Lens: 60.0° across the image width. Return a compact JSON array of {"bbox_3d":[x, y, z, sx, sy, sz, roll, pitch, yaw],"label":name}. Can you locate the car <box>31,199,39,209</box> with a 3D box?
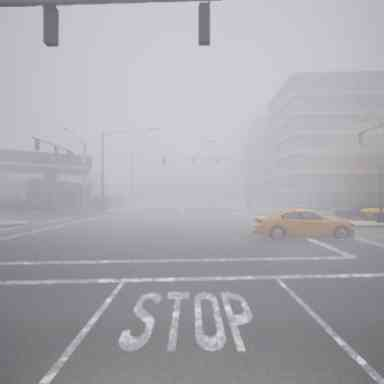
[{"bbox_3d":[-24.057,1.791,47.458,3.806,1.475,1.970,0,0,1],"label":"car"}]

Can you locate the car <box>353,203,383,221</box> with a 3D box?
[{"bbox_3d":[16.860,1.677,28.304,5.008,1.535,1.882,0,0,0],"label":"car"}]

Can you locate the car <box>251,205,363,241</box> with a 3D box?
[{"bbox_3d":[5.534,1.606,16.786,5.008,1.535,1.882,0,0,0],"label":"car"}]

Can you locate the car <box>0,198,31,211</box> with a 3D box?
[{"bbox_3d":[-23.337,1.590,41.709,4.611,1.667,2.242,0,0,1],"label":"car"}]
